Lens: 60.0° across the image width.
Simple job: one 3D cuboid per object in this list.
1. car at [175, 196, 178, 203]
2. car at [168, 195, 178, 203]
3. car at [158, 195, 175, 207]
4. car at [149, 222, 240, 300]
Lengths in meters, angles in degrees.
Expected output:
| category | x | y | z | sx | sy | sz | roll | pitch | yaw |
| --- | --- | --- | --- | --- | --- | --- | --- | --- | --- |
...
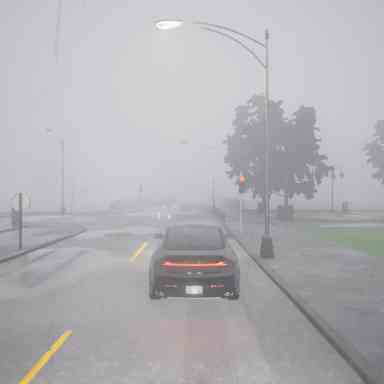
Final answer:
| category | x | y | z | sx | sy | sz | roll | pitch | yaw |
| --- | --- | --- | --- | --- | --- | --- | --- | --- | --- |
| car | -4.087 | 1.601 | 60.199 | 1.895 | 1.301 | 4.718 | 0 | 0 | 0 |
| car | -4.020 | 1.500 | 70.413 | 1.837 | 1.490 | 4.892 | 0 | 0 | 0 |
| car | -4.109 | 1.505 | 50.805 | 1.837 | 1.490 | 4.892 | 0 | 0 | 0 |
| car | 0.058 | 1.505 | 8.372 | 1.837 | 1.490 | 4.892 | 0 | 0 | 0 |
